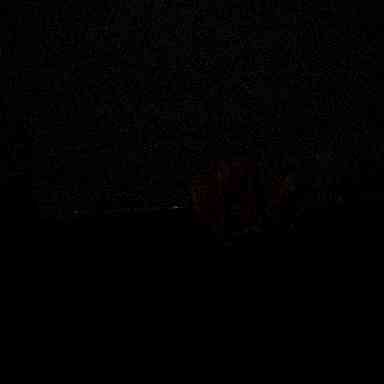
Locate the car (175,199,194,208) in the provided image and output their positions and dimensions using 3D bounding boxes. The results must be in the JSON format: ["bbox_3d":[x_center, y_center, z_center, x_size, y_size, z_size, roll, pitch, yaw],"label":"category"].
[{"bbox_3d":[-0.644,2.078,60.219,2.033,1.411,5.357,-1,-1,36],"label":"car"}]

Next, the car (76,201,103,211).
[{"bbox_3d":[-14.639,1.950,47.083,1.994,1.385,4.181,-1,-1,36],"label":"car"}]

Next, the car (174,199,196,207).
[{"bbox_3d":[-1.342,2.140,65.312,1.837,1.490,4.892,-1,-2,36],"label":"car"}]
